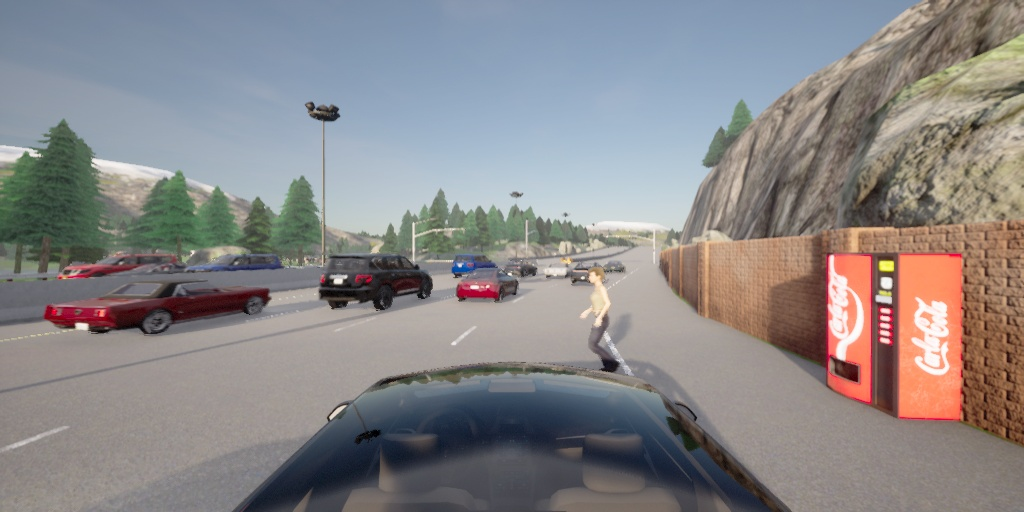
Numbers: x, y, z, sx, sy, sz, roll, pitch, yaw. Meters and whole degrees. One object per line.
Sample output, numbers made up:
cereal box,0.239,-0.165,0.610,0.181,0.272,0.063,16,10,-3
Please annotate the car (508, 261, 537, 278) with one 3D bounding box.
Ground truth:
car,0.808,1.152,32.109,2.128,1.511,4.902,0,0,22

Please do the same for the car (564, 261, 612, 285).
car,5.339,1.174,24.687,2.128,1.511,4.902,0,0,22

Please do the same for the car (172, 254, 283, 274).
car,-17.667,0.907,23.070,2.150,2.045,5.566,0,0,16

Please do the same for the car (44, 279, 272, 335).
car,-9.581,1.324,10.450,1.895,1.301,4.718,0,0,8

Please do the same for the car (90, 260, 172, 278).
car,-21.578,1.180,21.937,2.128,1.511,4.902,0,0,16

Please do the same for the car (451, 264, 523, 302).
car,-1.033,1.268,16.881,1.994,1.385,4.181,0,0,15

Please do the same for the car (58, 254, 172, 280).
car,-24.890,0.906,23.193,2.150,2.045,5.566,0,0,16

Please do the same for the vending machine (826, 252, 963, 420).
vending machine,5.134,0.936,4.892,1.100,2.100,0.880,0,0,5

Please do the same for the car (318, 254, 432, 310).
car,-5.265,0.933,14.664,2.150,2.045,5.566,0,0,12

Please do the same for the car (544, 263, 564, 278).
car,4.376,1.263,31.639,1.895,1.301,4.718,0,0,22

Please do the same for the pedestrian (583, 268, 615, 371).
pedestrian,1.446,1.031,5.987,0.375,1.860,0.375,0,0,6

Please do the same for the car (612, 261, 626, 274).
car,11.286,1.202,39.403,1.994,1.385,4.181,0,0,23

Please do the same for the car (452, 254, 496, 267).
car,-3.205,0.883,31.549,2.150,2.045,5.566,0,0,22
